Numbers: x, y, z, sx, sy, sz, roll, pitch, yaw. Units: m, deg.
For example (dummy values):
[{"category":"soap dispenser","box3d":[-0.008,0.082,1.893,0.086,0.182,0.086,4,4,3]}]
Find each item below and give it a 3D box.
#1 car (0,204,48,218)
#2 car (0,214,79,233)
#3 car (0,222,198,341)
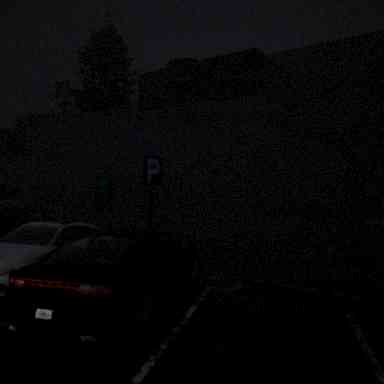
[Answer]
[{"category":"car","box3d":[-6.121,1.272,10.204,2.185,1.767,4.553,1,0,16]},{"category":"car","box3d":[-3.688,1.465,8.433,2.002,1.452,4.674,1,0,16]},{"category":"car","box3d":[-1.251,1.450,6.682,2.097,1.535,5.008,0,0,16]}]
